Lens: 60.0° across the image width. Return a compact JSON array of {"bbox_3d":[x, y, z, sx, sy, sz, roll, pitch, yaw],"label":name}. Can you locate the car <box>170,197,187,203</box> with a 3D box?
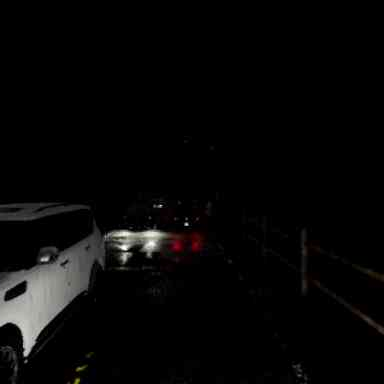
[{"bbox_3d":[-1.739,1.407,42.450,2.097,1.767,4.553,0,0,-5],"label":"car"}]

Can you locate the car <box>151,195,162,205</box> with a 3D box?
[{"bbox_3d":[-6.686,1.450,62.776,2.097,1.767,4.553,0,0,-6],"label":"car"}]

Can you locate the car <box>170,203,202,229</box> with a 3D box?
[{"bbox_3d":[-0.427,1.618,21.923,1.895,1.301,4.718,0,0,-2],"label":"car"}]

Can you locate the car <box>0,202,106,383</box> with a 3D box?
[{"bbox_3d":[-2.871,1.222,4.882,2.150,2.045,5.566,0,0,0],"label":"car"}]

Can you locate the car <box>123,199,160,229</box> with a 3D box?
[{"bbox_3d":[-3.401,1.493,22.314,1.882,1.535,5.008,0,0,-3],"label":"car"}]
